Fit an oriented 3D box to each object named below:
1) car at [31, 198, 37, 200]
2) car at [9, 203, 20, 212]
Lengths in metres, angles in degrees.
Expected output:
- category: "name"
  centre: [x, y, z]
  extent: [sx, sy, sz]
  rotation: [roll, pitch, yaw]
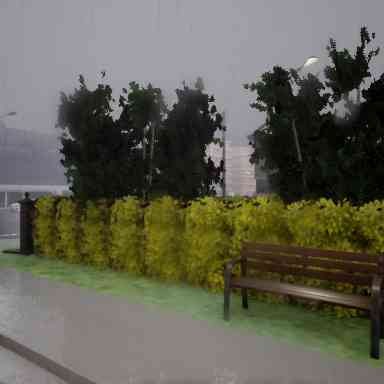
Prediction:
- category: "car"
  centre: [-15.778, 1.515, 36.058]
  extent: [1.994, 1.385, 4.181]
  rotation: [0, 0, 35]
- category: "car"
  centre: [-18.499, 1.477, 38.296]
  extent: [1.812, 1.442, 4.674]
  rotation: [0, 0, 33]
